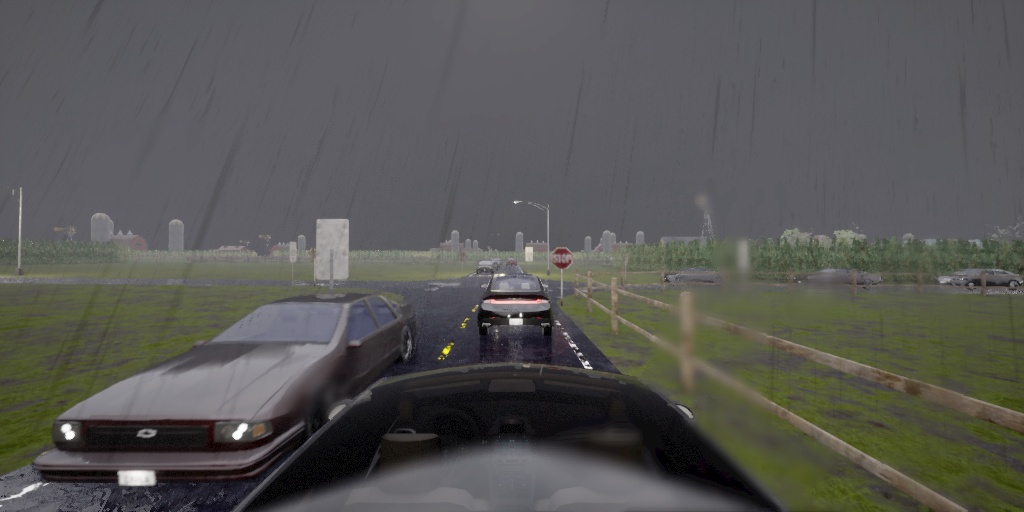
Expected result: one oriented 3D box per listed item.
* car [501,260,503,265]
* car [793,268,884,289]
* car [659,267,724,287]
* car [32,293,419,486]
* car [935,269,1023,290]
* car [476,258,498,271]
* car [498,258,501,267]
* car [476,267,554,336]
[{"bbox_3d":[-2.986,1.070,60.124,2.097,1.767,4.553,0,0,0],"label":"car"},{"bbox_3d":[23.785,1.609,26.182,5.357,1.411,2.033,1,-1,-1],"label":"car"},{"bbox_3d":[13.038,1.499,26.142,4.181,1.385,1.994,1,-1,-1],"label":"car"},{"bbox_3d":[-2.855,1.298,5.384,2.033,1.411,5.357,0,0,0],"label":"car"},{"bbox_3d":[33.968,1.676,26.164,4.902,1.511,2.128,1,-1,0],"label":"car"},{"bbox_3d":[-2.950,1.215,40.901,1.882,1.535,5.008,0,0,0],"label":"car"},{"bbox_3d":[-2.970,1.293,50.546,1.994,1.385,4.181,0,0,0],"label":"car"},{"bbox_3d":[0.081,1.243,10.370,2.128,1.511,4.902,0,0,0],"label":"car"}]
